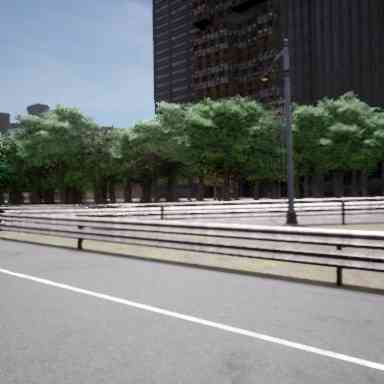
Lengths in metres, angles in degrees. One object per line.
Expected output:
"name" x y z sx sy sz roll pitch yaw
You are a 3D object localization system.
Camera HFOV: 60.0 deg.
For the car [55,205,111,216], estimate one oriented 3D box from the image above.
"car" -8.333 1.692 25.514 4.181 1.385 1.994 -2 -1 9
